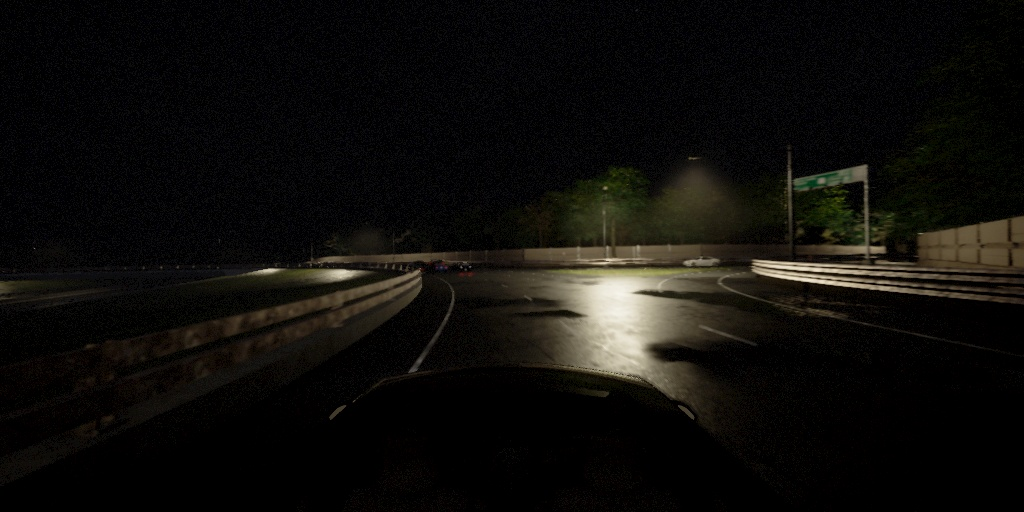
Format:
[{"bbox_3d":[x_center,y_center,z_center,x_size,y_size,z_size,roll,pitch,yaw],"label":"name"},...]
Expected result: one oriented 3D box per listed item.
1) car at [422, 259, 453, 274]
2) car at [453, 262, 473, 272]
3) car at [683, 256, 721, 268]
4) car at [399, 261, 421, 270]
[{"bbox_3d":[-9.613,1.510,45.752,2.033,1.411,5.357,-1,0,-25],"label":"car"},{"bbox_3d":[-7.024,1.511,48.398,1.895,1.301,4.718,-1,0,-28],"label":"car"},{"bbox_3d":[25.273,0.775,47.766,4.674,1.442,1.812,-1,0,-1],"label":"car"},{"bbox_3d":[-16.988,1.720,58.806,1.895,1.301,4.718,-1,0,-33],"label":"car"}]
